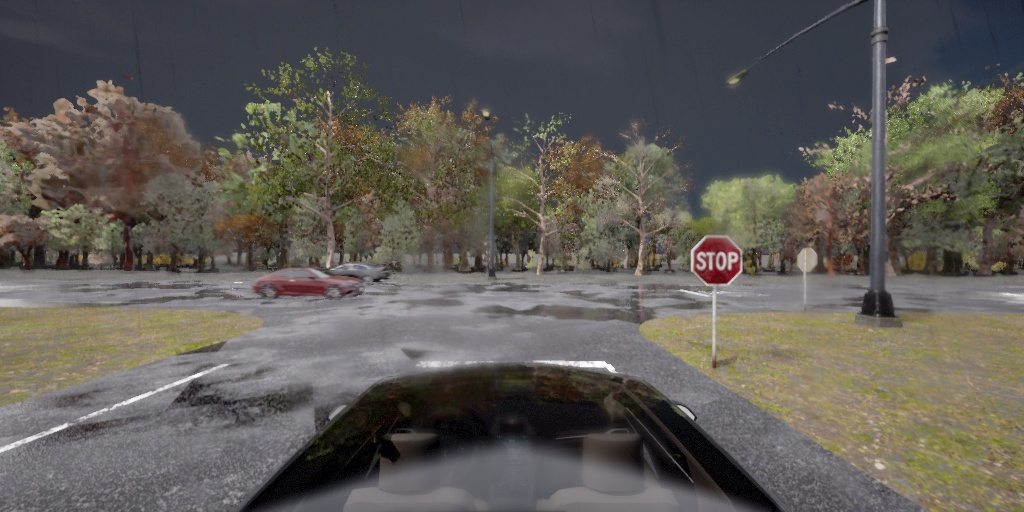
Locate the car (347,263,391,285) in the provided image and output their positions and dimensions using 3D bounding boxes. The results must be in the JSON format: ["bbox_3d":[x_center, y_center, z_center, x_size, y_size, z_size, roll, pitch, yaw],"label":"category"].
[{"bbox_3d":[-10.399,1.186,23.356,4.902,1.511,2.128,0,0,1],"label":"car"}]

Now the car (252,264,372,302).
[{"bbox_3d":[-9.187,1.233,16.334,4.674,1.442,1.812,1,0,1],"label":"car"}]
